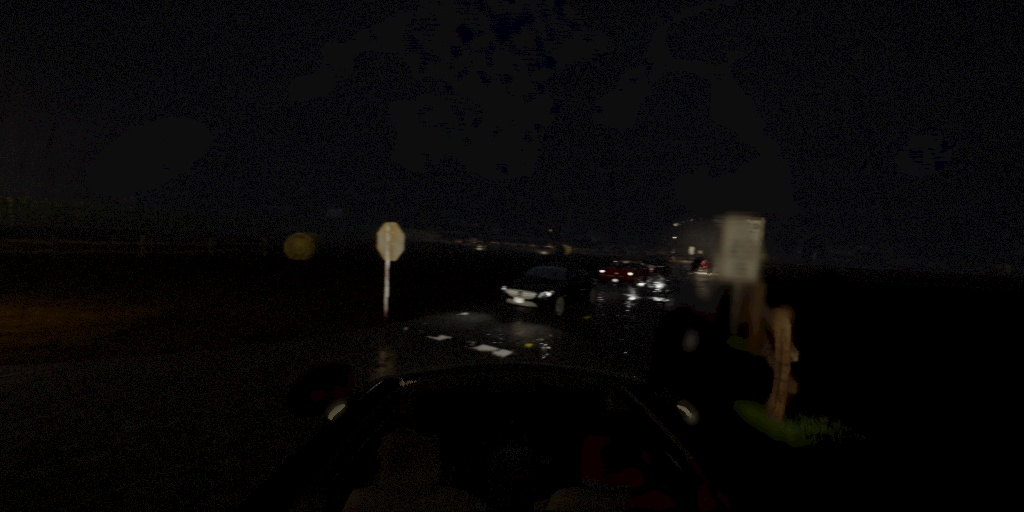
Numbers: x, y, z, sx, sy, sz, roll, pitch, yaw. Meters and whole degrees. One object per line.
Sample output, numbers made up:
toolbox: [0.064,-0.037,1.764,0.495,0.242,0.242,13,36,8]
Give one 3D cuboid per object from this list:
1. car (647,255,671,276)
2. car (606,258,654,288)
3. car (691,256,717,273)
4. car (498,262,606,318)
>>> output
car: [11.737,0.708,29.128,2.128,1.511,4.902,5,3,31]
car: [6.444,0.911,20.293,1.895,1.301,4.718,5,3,31]
car: [19.114,0.853,35.867,1.837,1.490,4.892,5,3,31]
car: [1.394,0.933,11.819,1.812,1.442,4.674,5,3,31]
